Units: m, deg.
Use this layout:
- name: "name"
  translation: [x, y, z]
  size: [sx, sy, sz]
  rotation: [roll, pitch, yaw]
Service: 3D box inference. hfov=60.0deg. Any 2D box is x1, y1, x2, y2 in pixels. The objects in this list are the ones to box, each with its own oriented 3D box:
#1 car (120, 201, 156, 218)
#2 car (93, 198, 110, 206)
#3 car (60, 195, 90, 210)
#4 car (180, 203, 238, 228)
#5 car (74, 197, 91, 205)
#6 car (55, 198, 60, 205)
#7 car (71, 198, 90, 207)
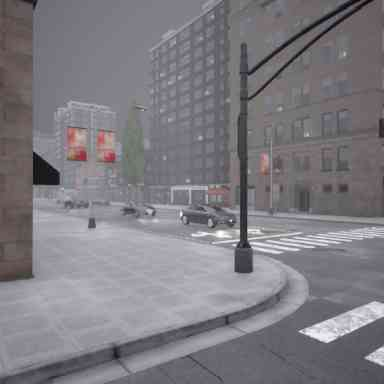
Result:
- name: "car"
  translation: [-5.122, 1.596, 31.307]
  size: [2.128, 1.511, 4.902]
  rotation: [0, 0, -36]
- name: "car"
  translation: [-15.932, 1.713, 57.846]
  size: [2.128, 1.511, 4.902]
  rotation: [0, 0, -36]
- name: "car"
  translation: [-16.489, 1.401, 47.253]
  size: [2.150, 2.045, 5.566]
  rotation: [0, -1, -35]
- name: "car"
  translation: [1.036, 1.569, 22.735]
  size: [1.837, 1.490, 4.892]
  rotation: [0, 0, -35]
- name: "car"
  translation: [-21.871, 1.760, 66.122]
  size: [1.837, 1.490, 4.892]
  rotation: [0, 0, -36]
- name: "car"
  translation: [-25.246, 1.803, 65.242]
  size: [2.033, 1.411, 5.357]
  rotation: [0, 0, -36]
- name: "car"
  translation: [-19.046, 1.782, 56.618]
  size: [1.994, 1.385, 4.181]
  rotation: [0, 0, -36]
